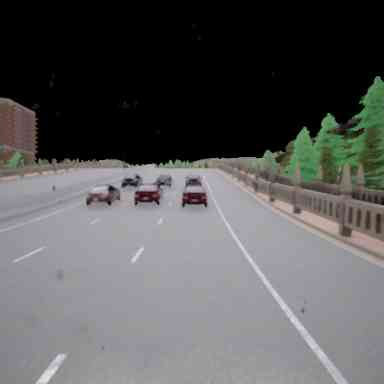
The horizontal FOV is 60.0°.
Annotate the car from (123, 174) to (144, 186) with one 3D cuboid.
[{"bbox_3d":[-6.805,-1.334,38.372,1.837,1.490,4.892,0,7,1],"label":"car"}]

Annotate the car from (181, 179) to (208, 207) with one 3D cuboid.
[{"bbox_3d":[0.189,0.145,25.246,1.882,1.535,5.008,0,6,0],"label":"car"}]

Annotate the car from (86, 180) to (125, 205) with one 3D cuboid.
[{"bbox_3d":[-6.814,0.137,25.820,1.812,1.442,4.674,0,6,0],"label":"car"}]

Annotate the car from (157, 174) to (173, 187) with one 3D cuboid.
[{"bbox_3d":[-3.234,-1.370,39.003,2.033,1.411,5.357,0,7,0],"label":"car"}]

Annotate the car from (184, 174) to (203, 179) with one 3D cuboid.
[{"bbox_3d":[0.198,-1.318,38.187,1.837,1.490,4.892,0,7,1],"label":"car"}]

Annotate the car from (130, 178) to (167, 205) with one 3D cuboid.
[{"bbox_3d":[-3.305,0.044,26.210,1.882,1.535,5.008,0,6,0],"label":"car"}]
